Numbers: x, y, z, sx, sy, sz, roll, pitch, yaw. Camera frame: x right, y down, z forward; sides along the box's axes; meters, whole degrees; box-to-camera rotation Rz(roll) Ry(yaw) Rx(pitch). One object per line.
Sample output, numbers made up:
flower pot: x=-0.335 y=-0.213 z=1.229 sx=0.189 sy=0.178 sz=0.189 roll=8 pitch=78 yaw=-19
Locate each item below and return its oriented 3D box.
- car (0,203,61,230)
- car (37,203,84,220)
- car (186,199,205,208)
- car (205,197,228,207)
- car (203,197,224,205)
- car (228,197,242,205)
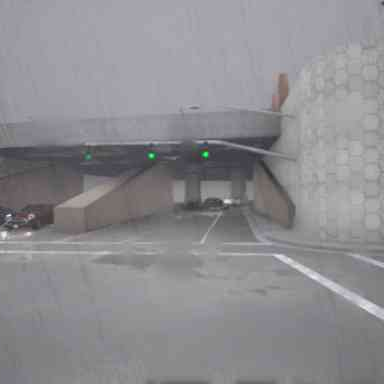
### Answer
car: x=-10.963 y=1.620 z=23.494 sx=2.097 sy=1.767 sz=4.553 roll=-1 pitch=0 yaw=7
car: x=-13.206 y=1.902 z=33.844 sx=2.033 sy=1.411 sz=5.357 roll=-1 pitch=0 yaw=7
car: x=0.435 y=1.781 z=53.703 sx=2.033 sy=1.411 sz=5.357 roll=-1 pitch=0 yaw=12
car: x=3.939 y=1.667 z=53.338 sx=2.128 sy=1.511 sz=4.902 roll=-1 pitch=0 yaw=13
car: x=4.118 y=1.728 z=63.696 sx=1.837 sy=1.490 sz=4.892 roll=-1 pitch=0 yaw=33
car: x=7.718 y=1.688 z=62.893 sx=1.812 sy=1.442 sz=4.674 roll=-1 pitch=0 yaw=36
